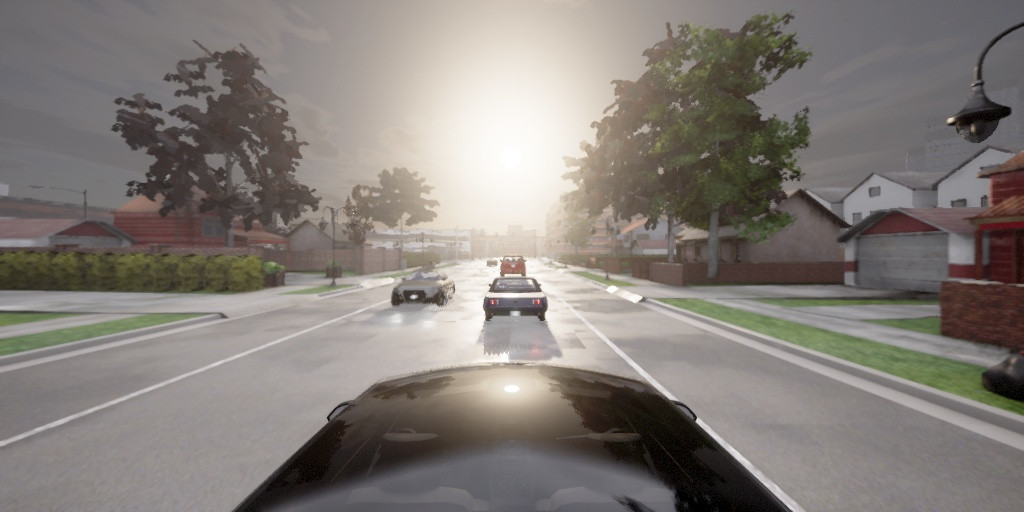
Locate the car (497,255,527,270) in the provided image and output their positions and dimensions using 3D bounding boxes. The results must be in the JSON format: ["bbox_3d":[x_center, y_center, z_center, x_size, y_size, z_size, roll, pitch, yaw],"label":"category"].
[{"bbox_3d":[0.096,0.886,31.399,2.150,2.045,5.566,0,0,0],"label":"car"}]

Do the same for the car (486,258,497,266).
[{"bbox_3d":[-3.510,1.081,63.316,1.895,1.301,4.718,0,0,0],"label":"car"}]

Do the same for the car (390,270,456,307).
[{"bbox_3d":[-3.602,1.298,15.146,1.994,1.385,4.181,0,0,0],"label":"car"}]

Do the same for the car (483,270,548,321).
[{"bbox_3d":[0.099,1.342,12.421,1.895,1.301,4.718,0,0,0],"label":"car"}]
